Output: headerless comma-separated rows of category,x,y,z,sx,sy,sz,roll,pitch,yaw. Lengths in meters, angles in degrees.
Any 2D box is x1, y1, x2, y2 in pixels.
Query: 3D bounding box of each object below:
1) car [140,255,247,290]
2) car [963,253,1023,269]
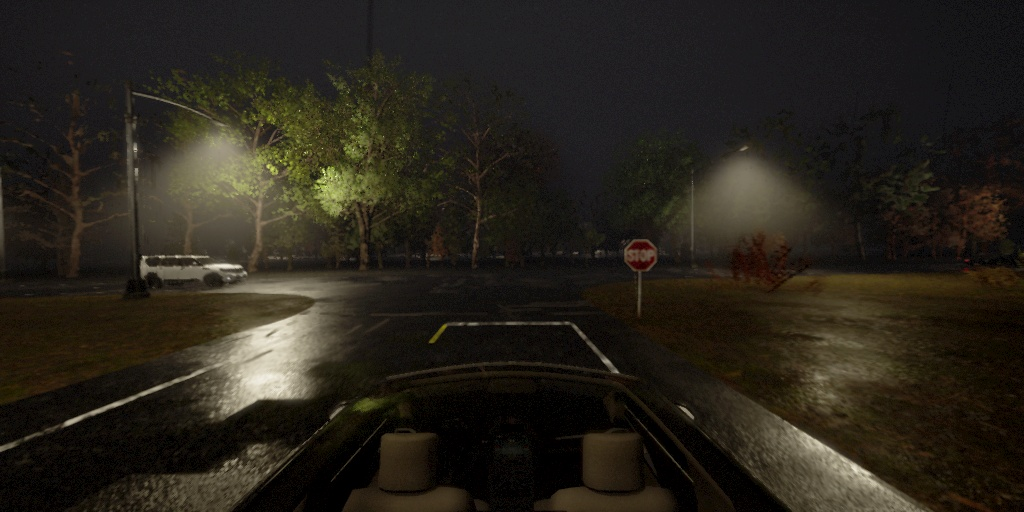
car,-20.239,0.964,22.722,5.566,2.045,2.150,-1,1,-10
car,43.796,0.411,32.282,4.718,1.301,1.895,-1,1,-6
